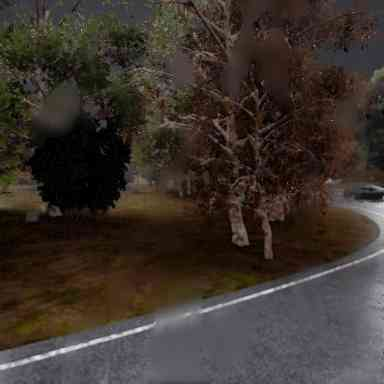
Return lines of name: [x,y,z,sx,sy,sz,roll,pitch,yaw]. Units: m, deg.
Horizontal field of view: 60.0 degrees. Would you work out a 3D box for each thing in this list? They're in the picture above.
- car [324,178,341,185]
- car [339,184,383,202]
car: [26.286,-1.902,63.133,4.674,1.442,1.812,-4,3,-19]
car: [17.108,0.122,31.747,1.837,1.490,4.892,-6,5,-41]
